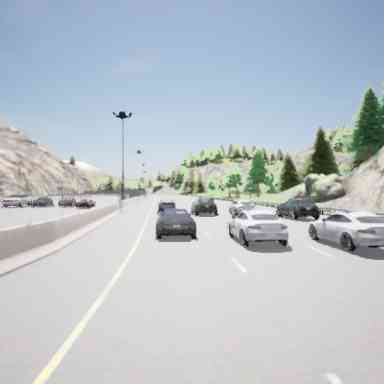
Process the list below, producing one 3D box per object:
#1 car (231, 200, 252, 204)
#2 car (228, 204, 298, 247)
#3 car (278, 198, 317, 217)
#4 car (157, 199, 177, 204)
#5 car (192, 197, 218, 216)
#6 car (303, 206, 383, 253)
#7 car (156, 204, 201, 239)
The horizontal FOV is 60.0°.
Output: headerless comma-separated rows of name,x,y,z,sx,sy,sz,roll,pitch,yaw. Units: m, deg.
car,4.765,1.475,31.565,1.812,1.442,4.674,0,0,-6
car,2.845,1.500,14.908,1.812,1.442,4.674,0,0,-4
car,8.688,1.298,27.534,2.097,1.767,4.553,0,0,-6
car,-2.623,1.452,34.982,2.128,1.511,4.902,0,0,-6
car,1.161,1.308,32.376,2.097,1.767,4.553,0,0,-6
car,6.463,1.494,13.529,1.812,1.442,4.674,0,0,-4
car,-0.879,1.543,17.372,1.994,1.385,4.181,0,0,-5
